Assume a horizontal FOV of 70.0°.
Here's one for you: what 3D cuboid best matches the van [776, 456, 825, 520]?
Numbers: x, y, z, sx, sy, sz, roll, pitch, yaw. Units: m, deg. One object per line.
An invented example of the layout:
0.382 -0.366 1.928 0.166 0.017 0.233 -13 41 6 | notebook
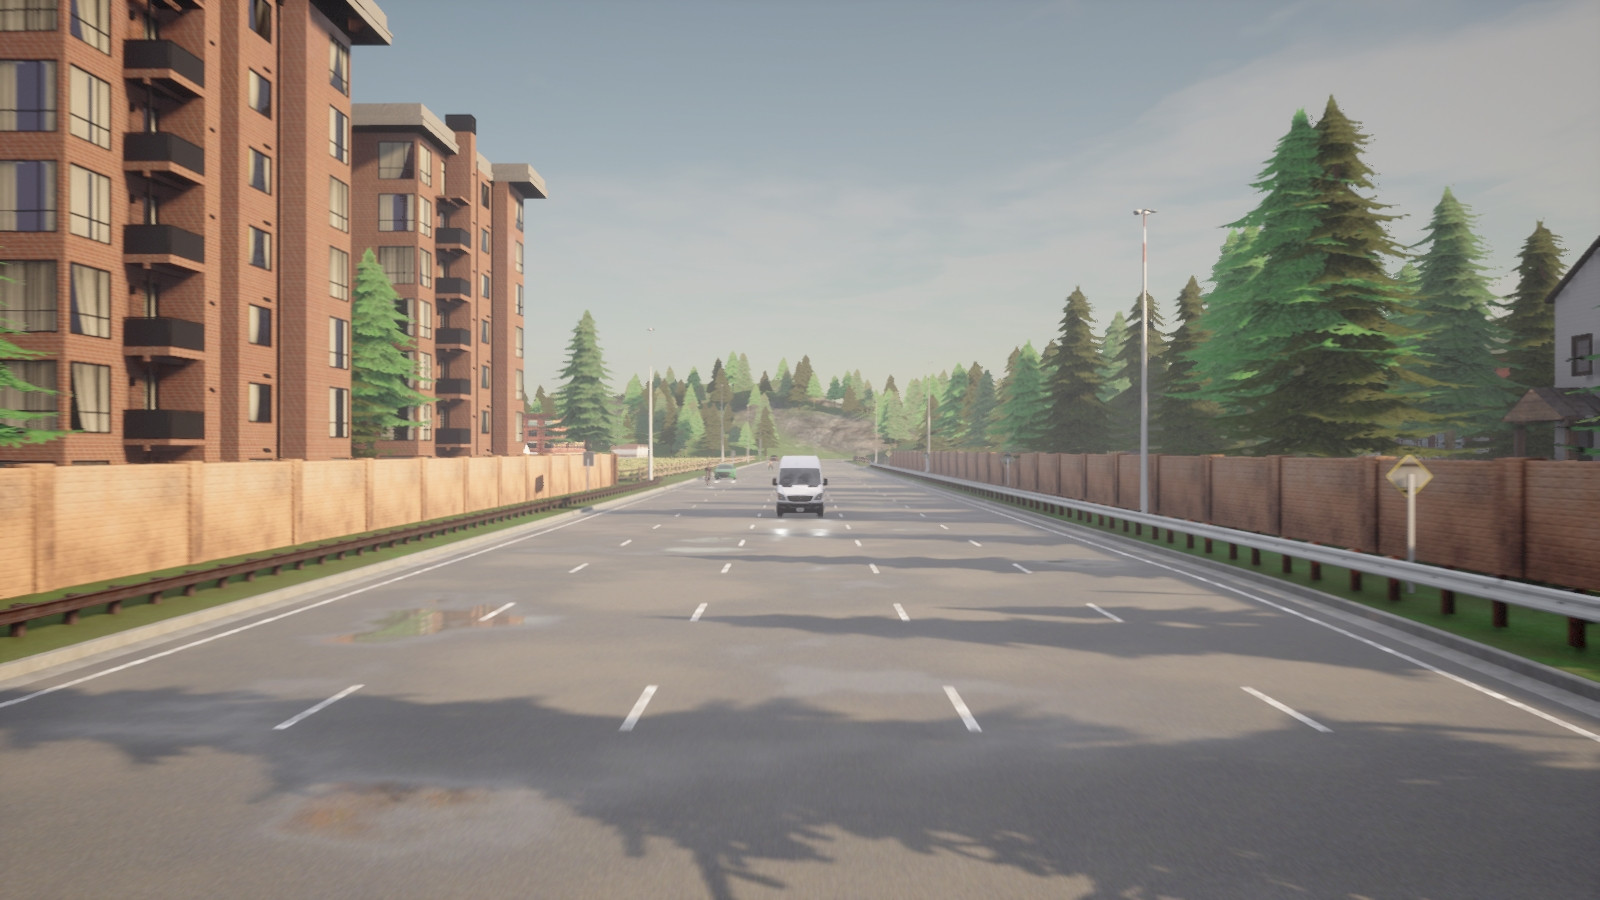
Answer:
0.007 1.534 49.035 1.988 2.561 5.915 0 0 0 | van
